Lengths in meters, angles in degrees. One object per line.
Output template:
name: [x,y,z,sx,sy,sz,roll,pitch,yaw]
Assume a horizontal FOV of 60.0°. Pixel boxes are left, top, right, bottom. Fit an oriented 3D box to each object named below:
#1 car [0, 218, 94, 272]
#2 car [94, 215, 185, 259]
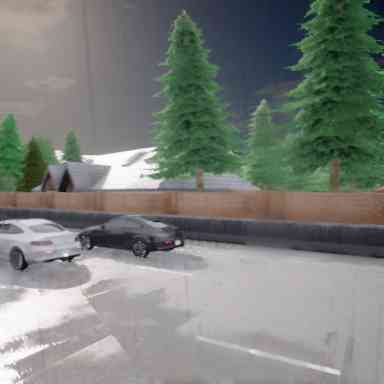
car: [-5.656,1.600,11.061,4.674,1.442,1.812,0,-1,33]
car: [-2.448,1.641,13.150,4.674,1.442,1.812,0,-1,32]
